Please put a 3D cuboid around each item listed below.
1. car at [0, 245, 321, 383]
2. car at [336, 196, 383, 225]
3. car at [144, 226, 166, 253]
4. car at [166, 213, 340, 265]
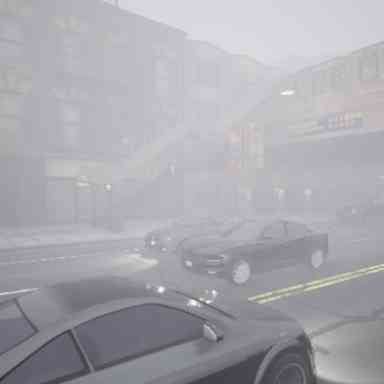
[{"bbox_3d":[-0.656,1.566,3.245,4.181,1.385,1.994,0,0,-37],"label":"car"},{"bbox_3d":[13.532,1.352,25.873,5.566,2.045,2.435,0,0,-36],"label":"car"},{"bbox_3d":[0.272,1.600,12.787,4.181,1.385,1.994,0,0,-36],"label":"car"},{"bbox_3d":[1.964,1.511,9.696,5.008,1.535,1.882,0,0,-35],"label":"car"}]
